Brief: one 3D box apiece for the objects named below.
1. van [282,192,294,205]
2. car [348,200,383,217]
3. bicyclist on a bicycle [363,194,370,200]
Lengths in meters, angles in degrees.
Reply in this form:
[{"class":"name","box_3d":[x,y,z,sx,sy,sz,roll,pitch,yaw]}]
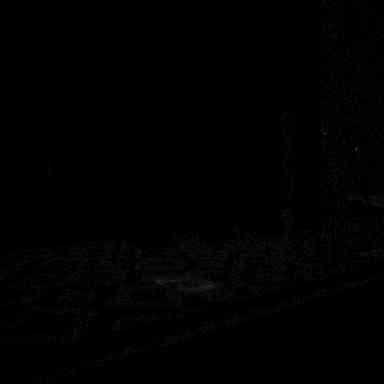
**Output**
[{"class":"van","box_3d":[12.282,0.930,46.588,1.690,1.788,3.998,1,0,-36]},{"class":"car","box_3d":[14.846,1.366,28.314,2.008,1.369,4.403,1,0,-36]},{"class":"bicyclist on a bicycle","box_3d":[20.870,1.030,39.644,1.656,1.620,0.582,0,1,-36]}]
